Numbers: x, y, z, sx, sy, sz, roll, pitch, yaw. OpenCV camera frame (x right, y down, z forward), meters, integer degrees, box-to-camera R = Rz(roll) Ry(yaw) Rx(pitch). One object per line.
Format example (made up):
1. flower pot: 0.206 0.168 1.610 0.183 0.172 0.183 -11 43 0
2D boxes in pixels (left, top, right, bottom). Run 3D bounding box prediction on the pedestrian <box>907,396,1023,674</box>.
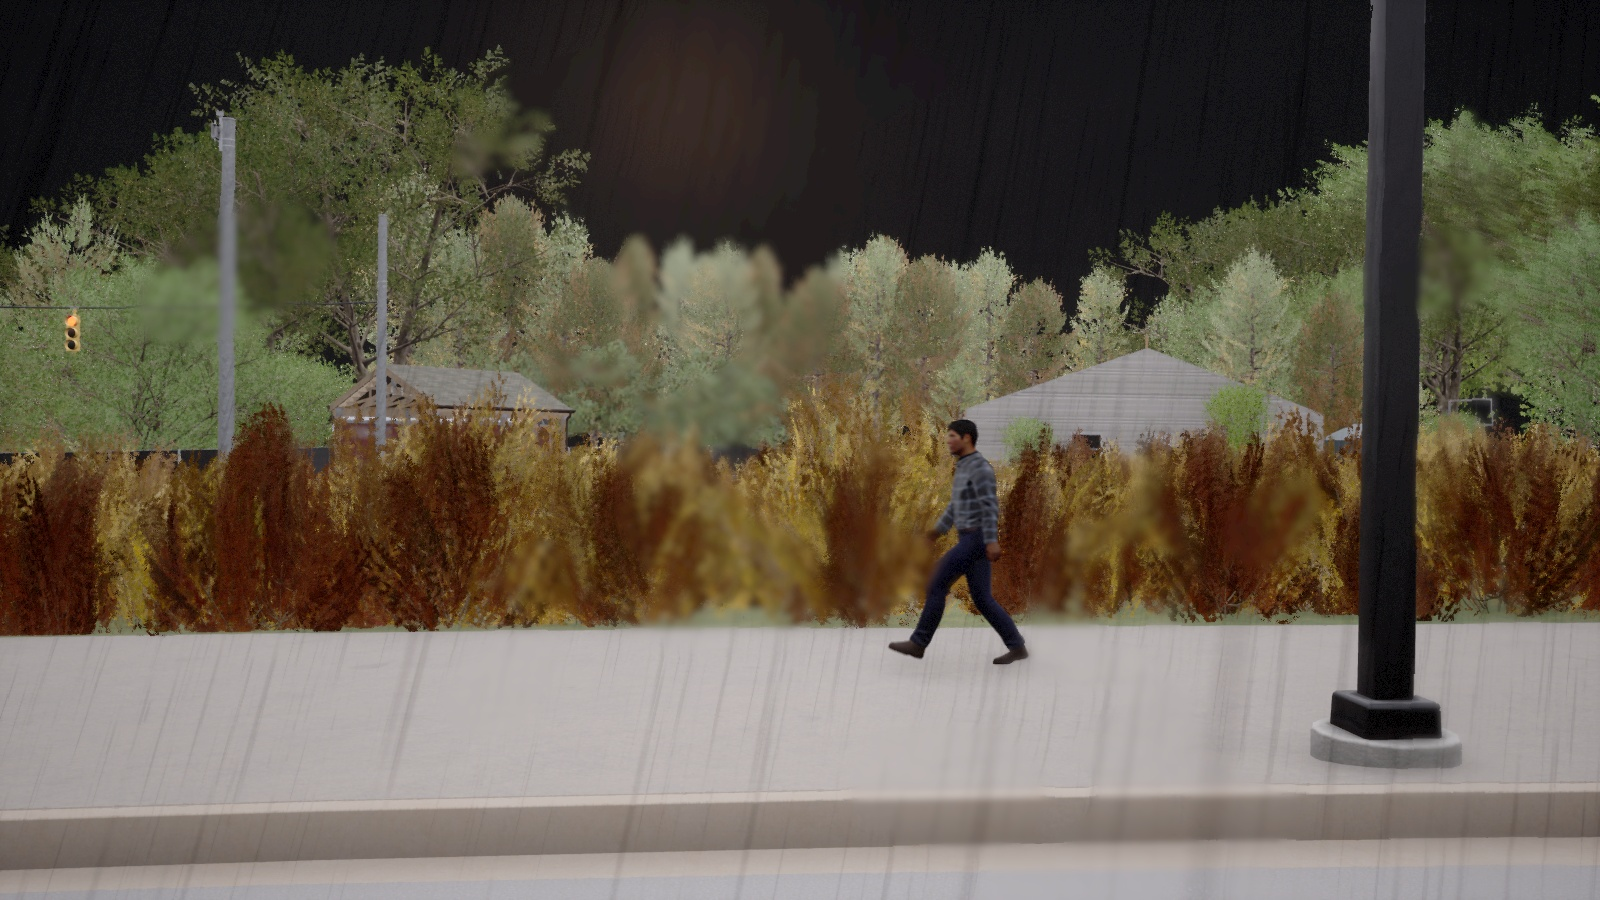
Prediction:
1. pedestrian: 1.177 0.599 9.048 0.788 1.949 0.423 0 1 4
